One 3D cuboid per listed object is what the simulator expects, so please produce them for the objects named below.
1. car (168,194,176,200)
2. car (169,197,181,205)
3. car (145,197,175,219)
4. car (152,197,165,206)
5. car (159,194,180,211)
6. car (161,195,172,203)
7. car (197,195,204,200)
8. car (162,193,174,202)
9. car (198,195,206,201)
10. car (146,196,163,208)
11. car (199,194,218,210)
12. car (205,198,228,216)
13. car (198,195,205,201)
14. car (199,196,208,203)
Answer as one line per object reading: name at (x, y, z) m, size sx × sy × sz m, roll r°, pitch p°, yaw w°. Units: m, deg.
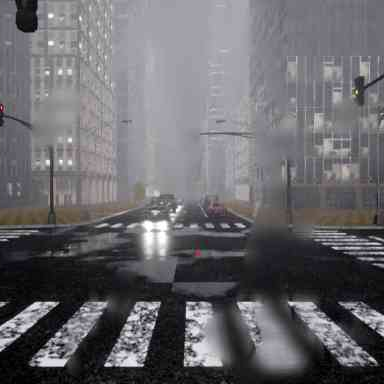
car at (-5.494, 1.384, 92.838) m, size 1.967 × 1.590 × 4.097 m, roll -1°, pitch 0°, yaw 0°
car at (-2.911, 1.573, 58.308) m, size 1.895 × 1.301 × 4.718 m, roll 0°, pitch 0°, yaw 0°
car at (-2.906, 1.480, 28.772) m, size 2.128 × 1.511 × 4.902 m, roll 0°, pitch 0°, yaw 0°
car at (-5.423, 1.557, 54.167) m, size 1.802 × 1.307 × 4.206 m, roll -1°, pitch 0°, yaw 0°
car at (-2.920, 1.206, 38.640) m, size 2.150 × 2.045 × 5.566 m, roll 0°, pitch 0°, yaw 0°
car at (-5.454, 1.403, 70.740) m, size 1.967 × 1.590 × 4.097 m, roll -1°, pitch 0°, yaw 0°
car at (2.388, 1.489, 92.877) m, size 1.887 × 1.381 × 4.507 m, roll -1°, pitch 0°, yaw 0°
car at (-5.466, 1.273, 76.265) m, size 2.192 × 1.841 × 5.009 m, roll -1°, pitch 0°, yaw 0°
car at (2.408, 1.536, 81.829) m, size 1.802 × 1.307 × 4.206 m, roll -1°, pitch 0°, yaw 0°
car at (-5.414, 1.419, 48.642) m, size 1.967 × 1.590 × 4.097 m, roll -1°, pitch 0°, yaw 0°
car at (2.462, 1.297, 43.157) m, size 2.192 × 1.841 × 5.009 m, roll -1°, pitch 0°, yaw 0°
car at (2.464, 1.569, 32.107) m, size 1.802 × 1.307 × 4.206 m, roll -1°, pitch 0°, yaw 0°
car at (2.397, 1.474, 87.523) m, size 1.752 × 1.417 × 4.829 m, roll -1°, pitch 0°, yaw 0°
car at (2.427, 1.508, 70.779) m, size 1.887 × 1.381 × 4.507 m, roll -1°, pitch 0°, yaw 0°
